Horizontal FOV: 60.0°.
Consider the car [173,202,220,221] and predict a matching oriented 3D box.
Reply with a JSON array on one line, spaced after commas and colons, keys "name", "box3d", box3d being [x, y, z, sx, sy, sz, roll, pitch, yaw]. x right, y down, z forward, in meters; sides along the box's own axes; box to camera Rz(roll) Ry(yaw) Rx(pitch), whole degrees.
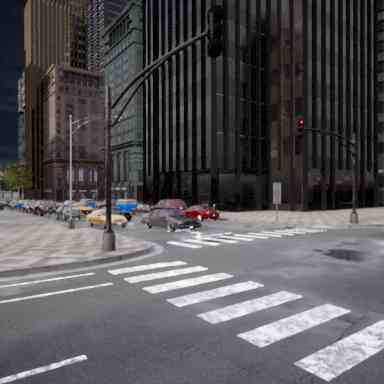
[{"name": "car", "box3d": [0.554, 1.828, 29.471, 1.887, 1.381, 4.507, -1, 0, -35]}]

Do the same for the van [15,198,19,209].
[{"name": "van", "box3d": [-26.260, 2.123, 52.371, 1.690, 1.788, 3.998, -1, 0, -35]}]

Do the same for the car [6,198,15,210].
[{"name": "car", "box3d": [-32.036, 2.354, 60.471, 1.967, 1.590, 4.097, -1, 0, -35]}]

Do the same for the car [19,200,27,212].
[{"name": "car", "box3d": [-23.420, 2.157, 48.393, 1.967, 1.590, 4.097, -1, 0, -35]}]

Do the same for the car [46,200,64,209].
[{"name": "car", "box3d": [-25.046, 2.316, 60.777, 1.882, 1.535, 5.008, 0, -1, -35]}]

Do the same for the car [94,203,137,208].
[{"name": "car", "box3d": [-7.153, 1.978, 30.190, 1.895, 1.301, 4.718, 0, -1, -36]}]

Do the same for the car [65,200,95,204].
[{"name": "car", "box3d": [-12.821, 1.988, 38.154, 1.882, 1.535, 5.008, 0, -1, -35]}]

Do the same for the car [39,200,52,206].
[{"name": "car", "box3d": [-34.868, 2.660, 79.126, 1.947, 1.339, 4.313, -1, 0, -35]}]

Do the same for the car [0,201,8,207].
[{"name": "car", "box3d": [-44.524, 2.771, 77.982, 1.802, 1.307, 4.206, -1, 0, -35]}]

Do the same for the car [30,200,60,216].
[{"name": "car", "box3d": [-17.749, 1.900, 40.438, 2.192, 1.841, 5.009, -1, 0, -35]}]

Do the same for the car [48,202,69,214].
[{"name": "car", "box3d": [-18.672, 2.172, 46.419, 1.812, 1.442, 4.674, 0, -1, -35]}]

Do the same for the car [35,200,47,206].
[{"name": "car", "box3d": [-37.889, 2.710, 83.361, 2.008, 1.369, 4.403, -1, 0, -35]}]

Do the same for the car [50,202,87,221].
[{"name": "car", "box3d": [-12.069, 2.004, 32.483, 2.008, 1.369, 4.403, -1, 0, -35]}]

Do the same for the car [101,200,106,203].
[{"name": "car", "box3d": [-11.249, 1.874, 46.050, 2.192, 1.841, 5.009, -1, 0, -35]}]

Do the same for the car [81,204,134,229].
[{"name": "car", "box3d": [-6.296, 1.843, 24.389, 1.752, 1.417, 4.829, -1, 0, -35]}]

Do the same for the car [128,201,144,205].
[{"name": "car", "box3d": [-5.344, 2.004, 37.760, 1.802, 1.307, 4.206, -1, 0, -35]}]

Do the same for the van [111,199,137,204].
[{"name": "van", "box3d": [-8.299, 1.832, 41.906, 1.690, 1.788, 3.998, -1, 0, -35]}]

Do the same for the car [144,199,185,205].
[{"name": "car", "box3d": [-2.401, 1.668, 33.616, 2.192, 1.841, 5.009, -1, 0, -35]}]

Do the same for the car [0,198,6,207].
[{"name": "car", "box3d": [-41.402, 2.667, 73.605, 1.887, 1.381, 4.507, -1, 0, -35]}]

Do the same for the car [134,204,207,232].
[{"name": "car", "box3d": [-1.585, 1.794, 22.384, 2.033, 1.411, 5.357, 0, -1, -36]}]

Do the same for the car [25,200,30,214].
[{"name": "car", "box3d": [-20.581, 2.196, 44.415, 1.887, 1.381, 4.507, -1, 0, -35]}]

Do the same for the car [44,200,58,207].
[{"name": "car", "box3d": [-31.846, 2.594, 74.890, 1.947, 1.339, 4.313, -1, 0, -35]}]

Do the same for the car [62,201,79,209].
[{"name": "car", "box3d": [-22.783, 2.406, 62.184, 1.802, 1.307, 4.206, -1, 0, -35]}]
